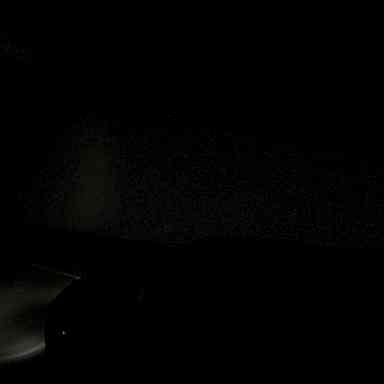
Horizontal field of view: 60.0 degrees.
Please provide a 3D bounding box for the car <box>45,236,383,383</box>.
[{"bbox_3d":[0.389,1.305,3.713,4.553,1.767,2.097,2,1,35],"label":"car"}]
